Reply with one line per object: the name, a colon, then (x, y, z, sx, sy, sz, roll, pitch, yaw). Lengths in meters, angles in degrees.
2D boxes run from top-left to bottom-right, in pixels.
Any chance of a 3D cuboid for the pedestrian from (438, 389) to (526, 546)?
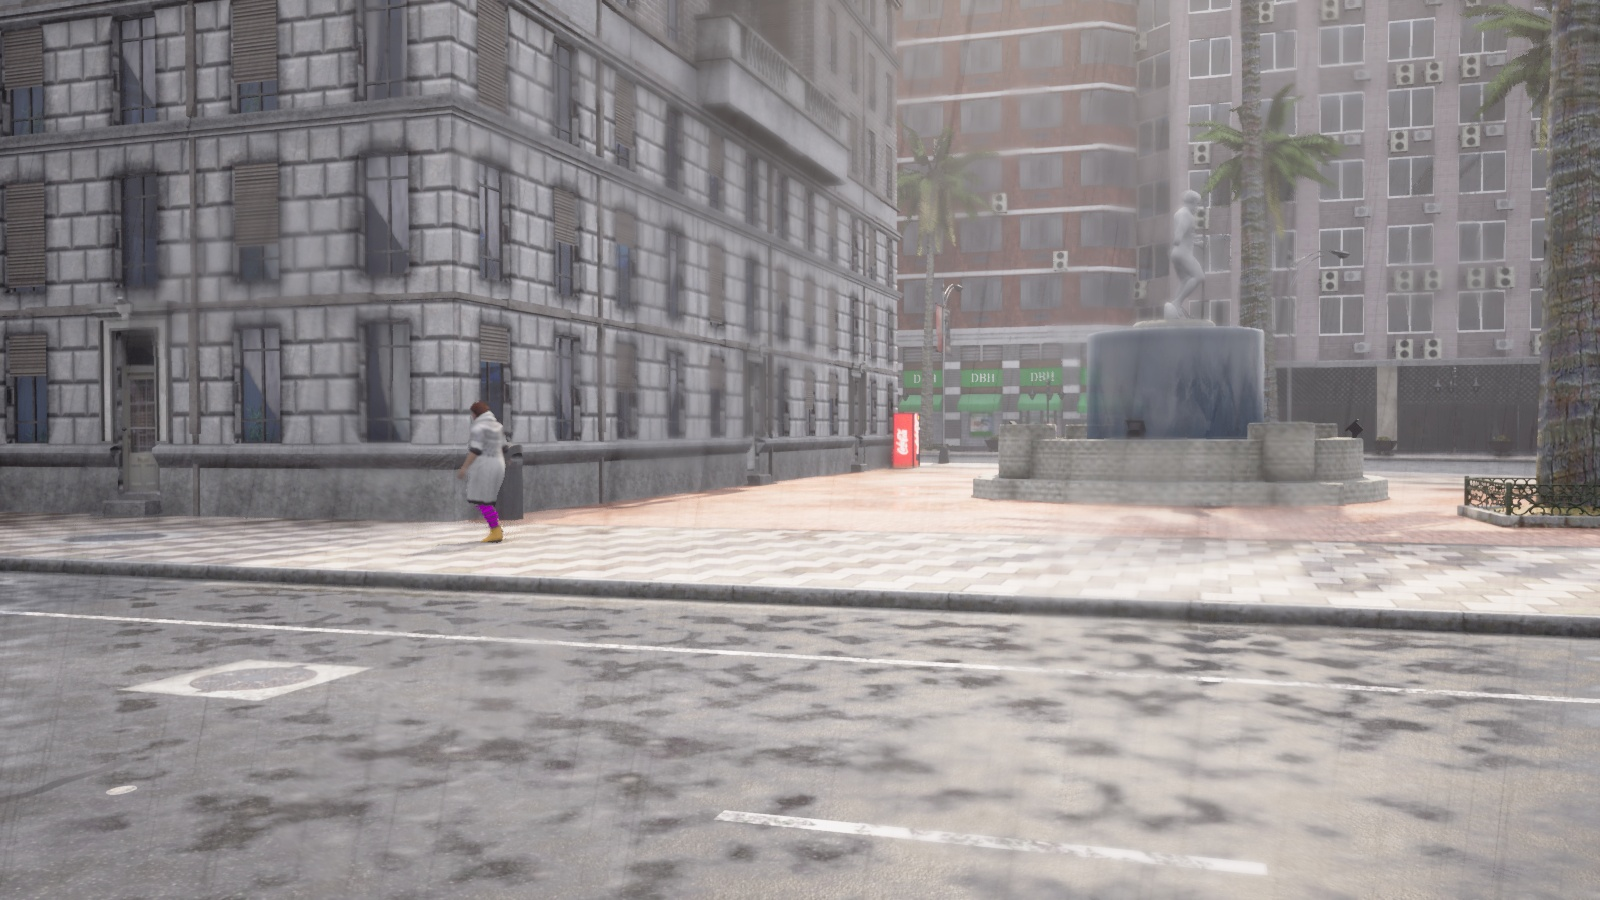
pedestrian: (-4.043, 0.212, 16.009, 0.873, 1.952, 0.659, 0, 1, 16)
